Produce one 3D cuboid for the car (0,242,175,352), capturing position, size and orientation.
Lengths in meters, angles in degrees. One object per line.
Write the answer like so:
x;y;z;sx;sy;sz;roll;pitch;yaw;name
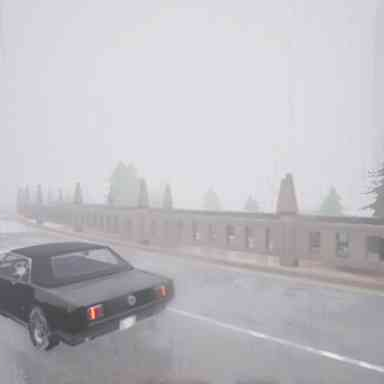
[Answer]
-2.643;1.617;6.263;4.718;1.301;1.895;0;0;40;car
